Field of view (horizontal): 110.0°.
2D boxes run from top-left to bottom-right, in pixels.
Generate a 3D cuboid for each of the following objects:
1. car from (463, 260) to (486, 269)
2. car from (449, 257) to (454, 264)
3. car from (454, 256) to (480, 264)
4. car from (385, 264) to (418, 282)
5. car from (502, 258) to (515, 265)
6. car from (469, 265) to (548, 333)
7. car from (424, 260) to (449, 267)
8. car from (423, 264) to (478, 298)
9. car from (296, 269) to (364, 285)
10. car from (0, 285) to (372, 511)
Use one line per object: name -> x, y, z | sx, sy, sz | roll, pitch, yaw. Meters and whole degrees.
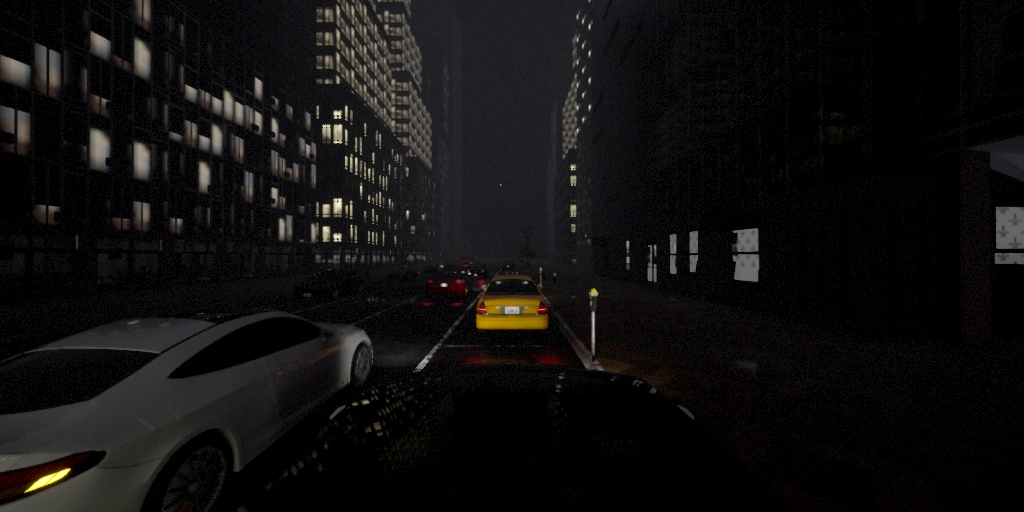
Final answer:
car -> -3.127, 1.341, 33.372 | 1.895, 1.301, 4.718 | 0, 0, 0
car -> -8.836, 1.273, 51.803 | 1.888, 1.381, 4.507 | 0, 0, 0
car -> -6.157, 0.956, 49.595 | 2.150, 2.045, 5.566 | 0, 0, 0
car -> -8.835, 1.325, 29.033 | 1.802, 1.307, 4.207 | 0, 0, 0
car -> -0.455, 1.298, 46.099 | 1.948, 1.339, 4.313 | 0, 0, 0
car -> 0.004, 1.206, 10.689 | 1.801, 1.575, 5.366 | 0, 0, 0
car -> -8.836, 1.286, 40.419 | 2.007, 1.370, 4.403 | 0, 0, 0
car -> -3.125, 1.312, 18.607 | 1.994, 1.385, 4.181 | 0, 0, 1
car -> -8.836, 1.313, 17.650 | 1.948, 1.339, 4.313 | 0, 0, 0
car -> -3.145, 1.275, 3.848 | 1.812, 1.442, 4.674 | 0, 0, 0
